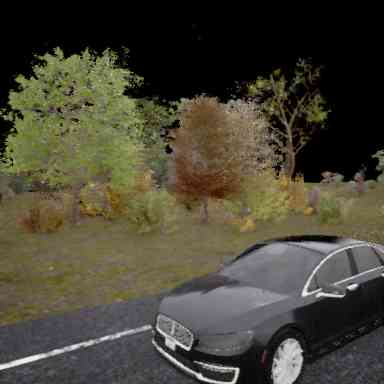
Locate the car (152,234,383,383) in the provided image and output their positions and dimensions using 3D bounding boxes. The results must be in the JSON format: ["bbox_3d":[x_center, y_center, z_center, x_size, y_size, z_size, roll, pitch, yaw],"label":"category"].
[{"bbox_3d":[1.716,1.494,5.254,4.892,1.490,1.837,0,0,-36],"label":"car"}]
